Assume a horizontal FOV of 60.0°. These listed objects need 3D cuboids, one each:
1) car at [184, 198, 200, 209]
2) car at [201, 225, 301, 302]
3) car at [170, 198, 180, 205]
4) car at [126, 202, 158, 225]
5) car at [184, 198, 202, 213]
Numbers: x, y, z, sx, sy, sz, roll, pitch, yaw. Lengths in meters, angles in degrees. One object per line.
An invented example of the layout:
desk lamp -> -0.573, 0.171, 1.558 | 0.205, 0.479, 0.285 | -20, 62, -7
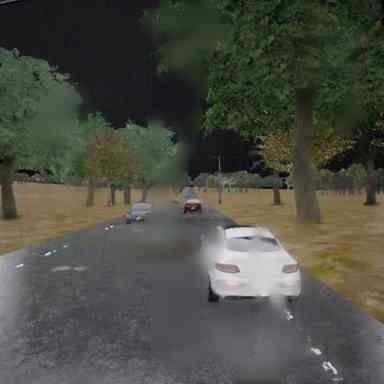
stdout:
car -> 0.041, 1.587, 46.813 | 2.128, 1.511, 4.902 | 0, -1, 0
car -> 1.232, 1.530, 8.149 | 1.812, 1.442, 4.674 | 0, 0, 0
car -> -3.444, 1.939, 66.253 | 1.895, 1.301, 4.718 | 0, -1, 0
car -> -3.580, 1.522, 24.449 | 1.837, 1.490, 4.892 | 0, 0, 0
car -> 0.114, 1.507, 36.750 | 1.882, 1.535, 5.008 | 0, 0, 0
